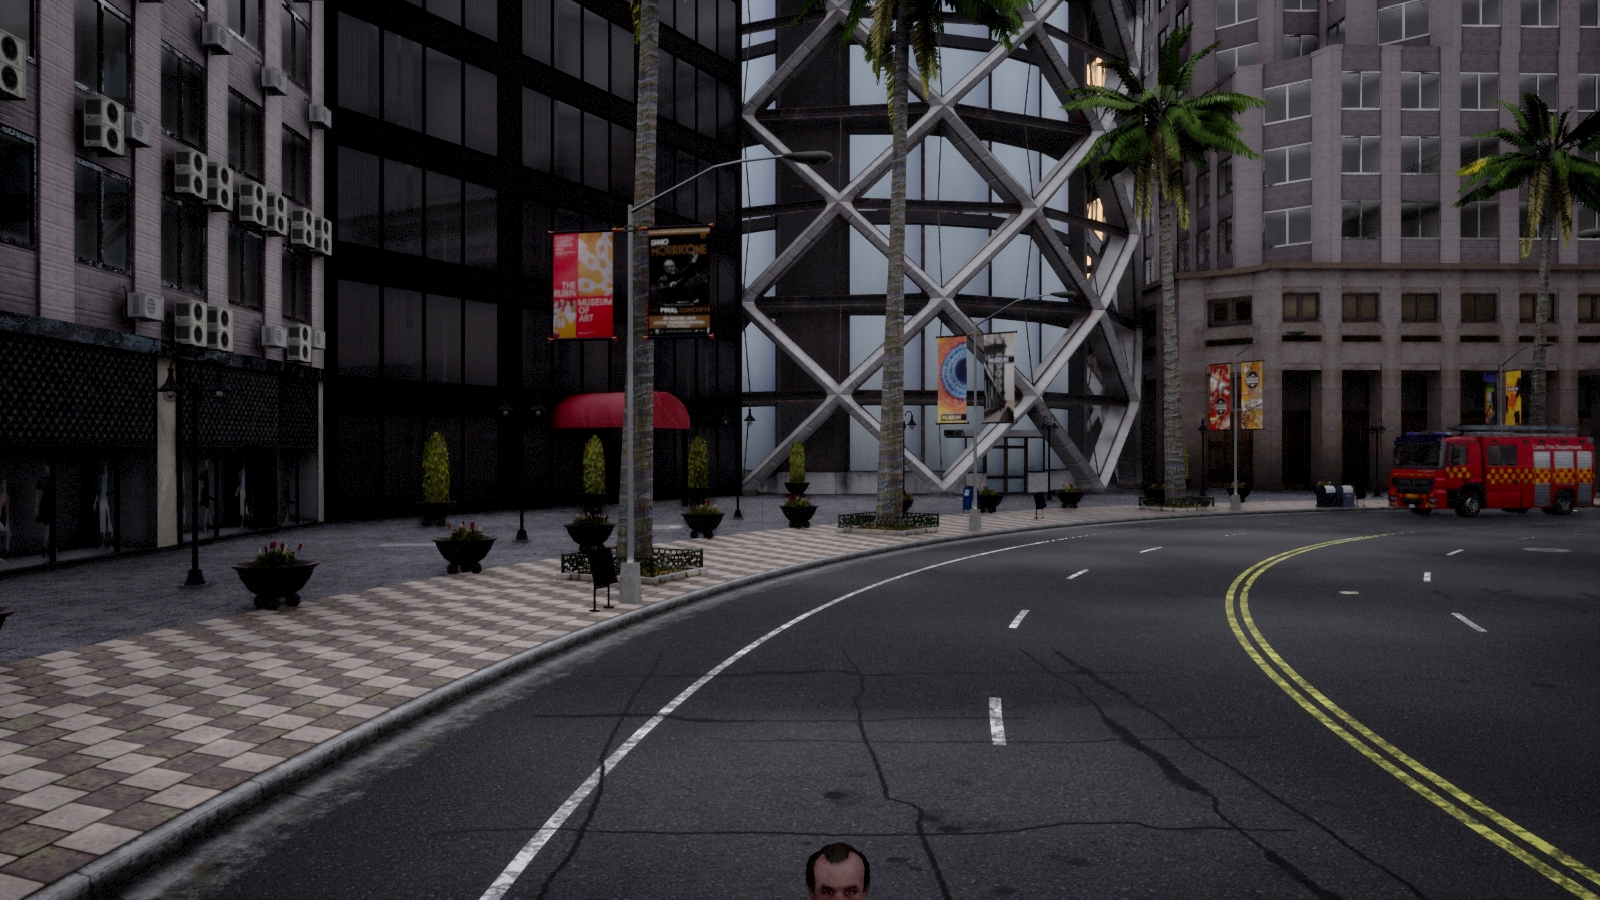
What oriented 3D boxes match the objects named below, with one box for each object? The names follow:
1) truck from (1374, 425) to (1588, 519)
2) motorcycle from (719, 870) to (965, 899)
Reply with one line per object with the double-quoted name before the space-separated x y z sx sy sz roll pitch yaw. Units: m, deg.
"truck" 29.129 0.890 48.878 8.468 3.827 2.891 0 0 -17
"motorcycle" 0.124 2.182 3.338 0.856 1.236 1.805 0 0 2
